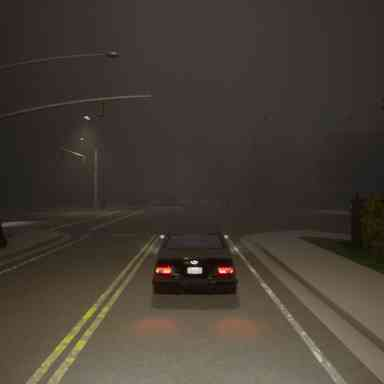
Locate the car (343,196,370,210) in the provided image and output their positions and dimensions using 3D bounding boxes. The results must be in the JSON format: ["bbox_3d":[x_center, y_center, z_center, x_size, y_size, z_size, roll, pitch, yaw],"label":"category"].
[{"bbox_3d":[20.156,1.306,38.780,4.553,1.767,2.097,0,0,-1],"label":"car"}]

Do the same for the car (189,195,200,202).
[{"bbox_3d":[0.611,1.524,78.885,1.812,1.442,4.674,0,0,12],"label":"car"}]

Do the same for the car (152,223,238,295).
[{"bbox_3d":[0.060,1.547,8.872,2.033,1.411,5.357,0,0,0],"label":"car"}]

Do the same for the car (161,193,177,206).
[{"bbox_3d":[-3.681,1.221,53.908,2.150,2.045,5.566,0,0,0],"label":"car"}]
